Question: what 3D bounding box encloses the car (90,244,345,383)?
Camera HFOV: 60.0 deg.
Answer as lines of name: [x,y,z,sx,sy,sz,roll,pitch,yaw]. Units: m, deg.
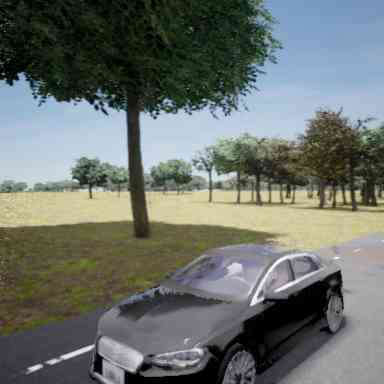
car: [0.832,1.654,5.246,2.128,1.511,4.902,-2,-2,42]
